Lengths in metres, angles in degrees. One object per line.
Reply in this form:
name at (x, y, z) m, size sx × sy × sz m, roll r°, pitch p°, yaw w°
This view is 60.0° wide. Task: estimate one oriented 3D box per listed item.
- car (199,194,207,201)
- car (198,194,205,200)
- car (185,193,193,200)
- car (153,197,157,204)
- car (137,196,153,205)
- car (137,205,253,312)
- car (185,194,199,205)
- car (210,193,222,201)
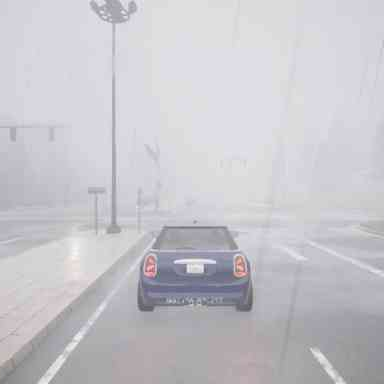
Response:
car at (2.852, 1.513, 85.279) m, size 1.812 × 1.442 × 4.674 m, roll 0°, pitch 0°, yaw -1°
car at (2.688, 1.442, 95.603) m, size 1.882 × 1.535 × 5.008 m, roll 0°, pitch 0°, yaw -1°
car at (-0.812, 1.189, 95.577) m, size 2.150 × 2.045 × 5.566 m, roll 0°, pitch 0°, yaw -1°
car at (-8.370, 1.505, 66.268) m, size 1.837 × 1.490 × 4.892 m, roll 0°, pitch 0°, yaw 0°
car at (-8.282, 1.505, 57.059) m, size 1.837 × 1.490 × 4.892 m, roll 0°, pitch 0°, yaw -1°
car at (0.071, 1.352, 7.897) m, size 2.097 × 1.767 × 4.553 m, roll 0°, pitch 0°, yaw 0°
car at (-0.161, 1.526, 54.717) m, size 1.812 × 1.442 × 4.674 m, roll 0°, pitch 0°, yaw -1°
car at (6.357, 1.215, 85.008) m, size 2.150 × 2.045 × 5.566 m, roll 0°, pitch 0°, yaw -1°
